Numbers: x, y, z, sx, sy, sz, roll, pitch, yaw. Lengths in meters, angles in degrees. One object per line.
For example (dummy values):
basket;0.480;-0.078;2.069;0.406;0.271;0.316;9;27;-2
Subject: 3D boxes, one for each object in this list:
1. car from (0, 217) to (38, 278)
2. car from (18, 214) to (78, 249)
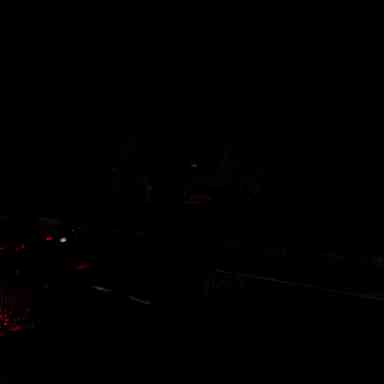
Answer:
car;-6.504;1.538;9.321;5.008;1.535;1.882;0;-1;40
car;-6.619;1.637;13.963;4.674;1.442;1.812;-1;-1;39
